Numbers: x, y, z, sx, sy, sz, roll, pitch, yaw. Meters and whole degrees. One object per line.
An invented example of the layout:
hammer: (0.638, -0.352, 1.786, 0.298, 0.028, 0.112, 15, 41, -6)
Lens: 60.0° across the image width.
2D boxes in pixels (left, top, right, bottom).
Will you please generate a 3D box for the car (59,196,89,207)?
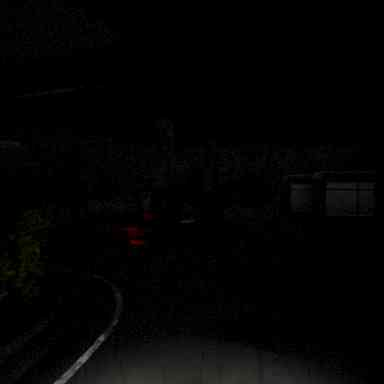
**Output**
car: (-17.548, 1.489, 49.728, 3.633, 1.501, 1.845, 1, -1, 26)

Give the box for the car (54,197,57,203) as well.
car: (-27.592, 1.576, 71.230, 3.633, 1.501, 1.845, 1, -1, 26)

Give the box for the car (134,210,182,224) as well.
car: (-2.505, 1.700, 25.608, 1.837, 1.490, 4.892, 1, -1, 26)

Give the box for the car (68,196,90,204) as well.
car: (-22.214, 1.621, 65.313, 3.806, 1.475, 1.970, 1, -1, 26)
